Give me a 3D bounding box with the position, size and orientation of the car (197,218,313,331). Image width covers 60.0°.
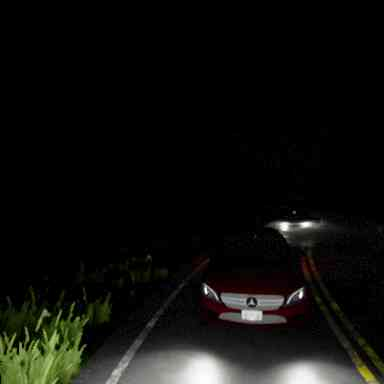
[{"bbox_3d":[1.325,1.541,7.145,1.812,1.442,4.674,-1,0,11],"label":"car"}]

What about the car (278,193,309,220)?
[{"bbox_3d":[8.464,1.147,27.834,2.150,2.045,5.566,-1,1,15],"label":"car"}]
